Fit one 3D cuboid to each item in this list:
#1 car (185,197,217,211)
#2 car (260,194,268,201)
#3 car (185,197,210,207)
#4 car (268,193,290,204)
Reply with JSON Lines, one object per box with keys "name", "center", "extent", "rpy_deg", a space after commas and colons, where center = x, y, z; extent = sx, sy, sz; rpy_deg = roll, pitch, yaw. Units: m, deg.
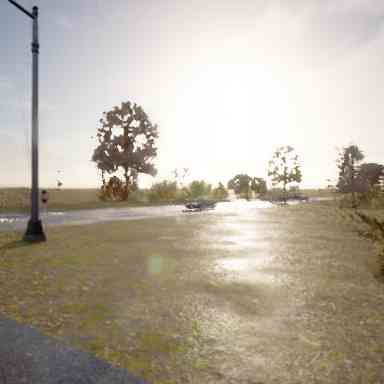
{"name": "car", "center": [1.216, 1.577, 41.451], "extent": [1.895, 1.301, 4.718], "rpy_deg": [1, 0, 34]}
{"name": "car", "center": [17.787, 1.356, 78.803], "extent": [2.097, 1.767, 4.553], "rpy_deg": [1, 0, 34]}
{"name": "car", "center": [0.926, 1.538, 53.622], "extent": [1.994, 1.385, 4.181], "rpy_deg": [1, 1, 34]}
{"name": "car", "center": [17.771, 1.262, 67.886], "extent": [2.150, 2.045, 5.566], "rpy_deg": [1, 0, 27]}
